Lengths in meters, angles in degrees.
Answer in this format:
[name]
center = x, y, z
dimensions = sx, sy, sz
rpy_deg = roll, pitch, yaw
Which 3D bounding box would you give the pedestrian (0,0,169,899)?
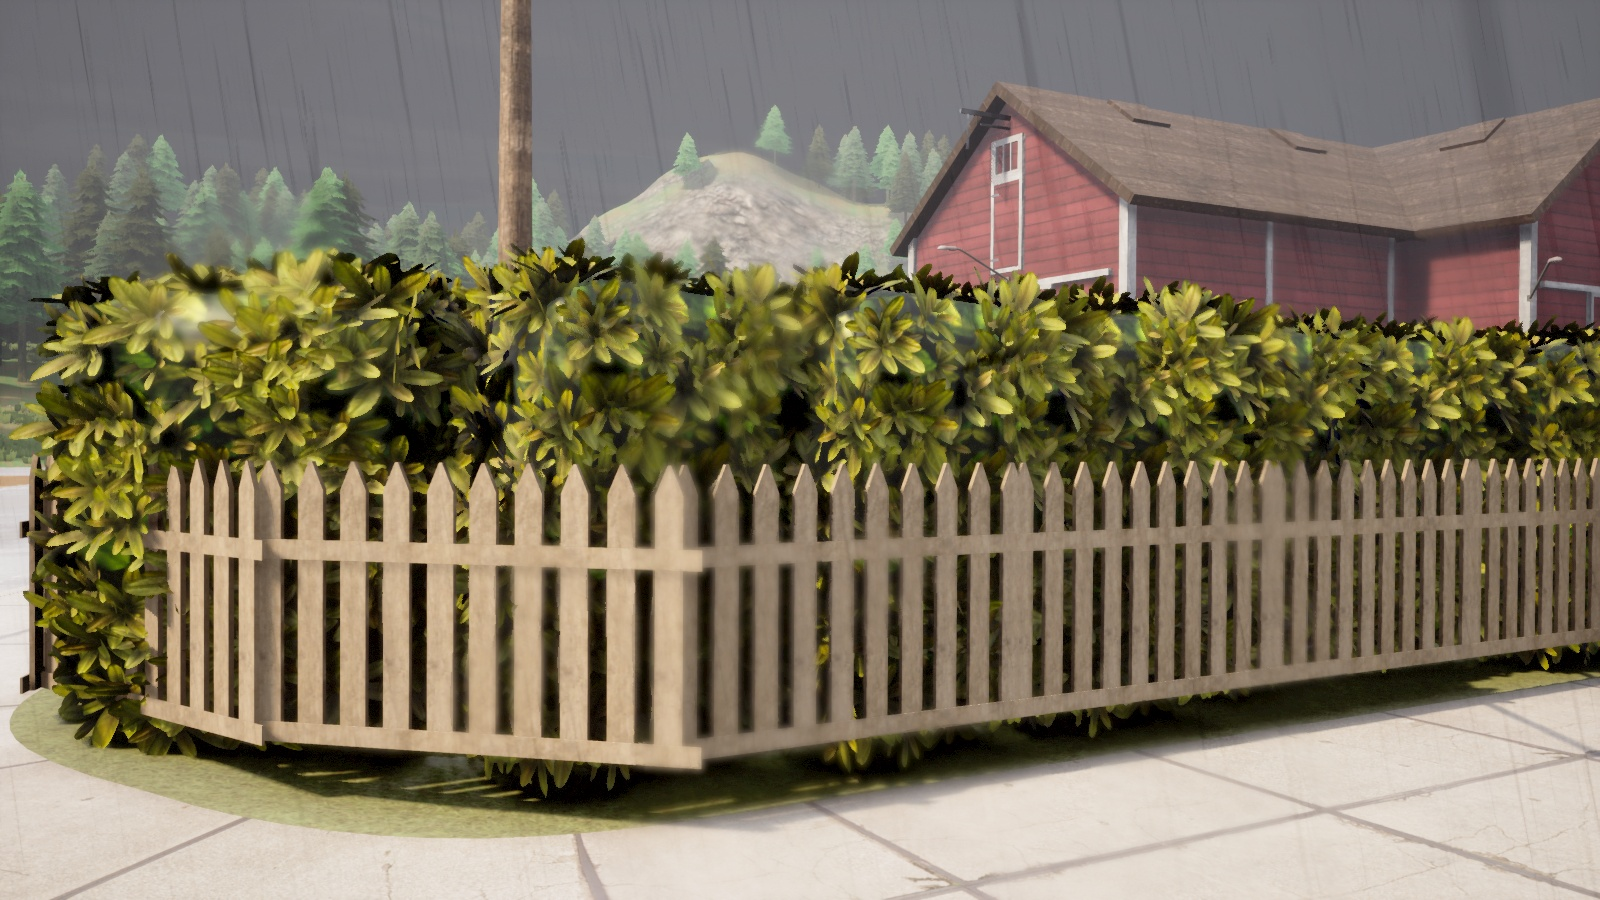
[pedestrian]
center = -0.938, 0.594, 0.746
dimensions = 0.900, 1.855, 0.874
rpy_deg = -1, 1, -35
